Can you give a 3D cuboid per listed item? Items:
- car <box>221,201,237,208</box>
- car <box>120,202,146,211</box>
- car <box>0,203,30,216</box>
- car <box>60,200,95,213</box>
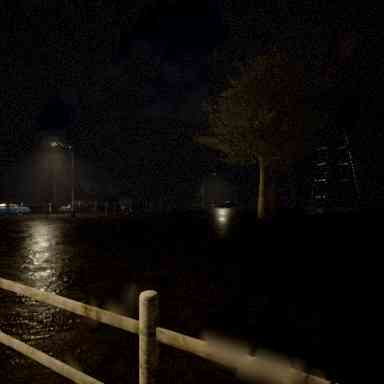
[{"bbox_3d":[7.734,2.626,69.478,1.994,1.385,4.181,-2,-2,36],"label":"car"},{"bbox_3d":[-9.191,2.258,52.255,1.812,1.442,4.674,-2,-2,36],"label":"car"},{"bbox_3d":[-20.669,1.950,36.309,2.033,1.411,5.357,-2,-2,35],"label":"car"},{"bbox_3d":[-15.129,1.911,44.015,2.097,1.767,4.553,-2,-2,36],"label":"car"}]
